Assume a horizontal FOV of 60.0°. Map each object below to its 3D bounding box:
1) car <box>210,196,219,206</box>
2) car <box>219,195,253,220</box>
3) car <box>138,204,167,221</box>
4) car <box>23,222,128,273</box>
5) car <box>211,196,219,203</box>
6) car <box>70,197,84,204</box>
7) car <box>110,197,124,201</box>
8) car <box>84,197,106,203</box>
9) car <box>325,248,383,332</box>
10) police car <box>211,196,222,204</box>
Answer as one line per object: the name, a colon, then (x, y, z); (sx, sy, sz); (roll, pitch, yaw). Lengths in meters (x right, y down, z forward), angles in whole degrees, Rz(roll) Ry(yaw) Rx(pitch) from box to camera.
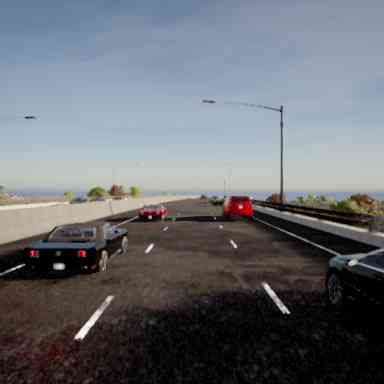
car: (4.427, 1.715, 56.237); (1.895, 1.301, 4.718); (0, 0, 2)
car: (3.848, 1.271, 28.669); (2.150, 2.045, 5.566); (0, 0, 1)
car: (-3.168, 1.646, 27.738); (1.895, 1.301, 4.718); (0, 0, 1)
car: (-3.360, 1.609, 10.683); (1.895, 1.301, 4.718); (0, 0, 0)
car: (5.282, 1.735, 78.036); (1.812, 1.442, 4.674); (0, 0, 3)
car: (-20.004, 1.608, 59.243); (2.128, 1.511, 4.902); (0, 0, 2)
car: (-13.036, 1.593, 58.551); (1.882, 1.535, 5.008); (0, 0, 2)
car: (-16.536, 1.606, 58.443); (2.128, 1.511, 4.902); (0, 0, 3)
car: (3.614, 1.494, 4.852); (2.128, 1.511, 4.902); (0, 0, 0)
police car: (4.820, 1.659, 67.124); (2.038, 1.542, 4.974); (0, 0, 2)
